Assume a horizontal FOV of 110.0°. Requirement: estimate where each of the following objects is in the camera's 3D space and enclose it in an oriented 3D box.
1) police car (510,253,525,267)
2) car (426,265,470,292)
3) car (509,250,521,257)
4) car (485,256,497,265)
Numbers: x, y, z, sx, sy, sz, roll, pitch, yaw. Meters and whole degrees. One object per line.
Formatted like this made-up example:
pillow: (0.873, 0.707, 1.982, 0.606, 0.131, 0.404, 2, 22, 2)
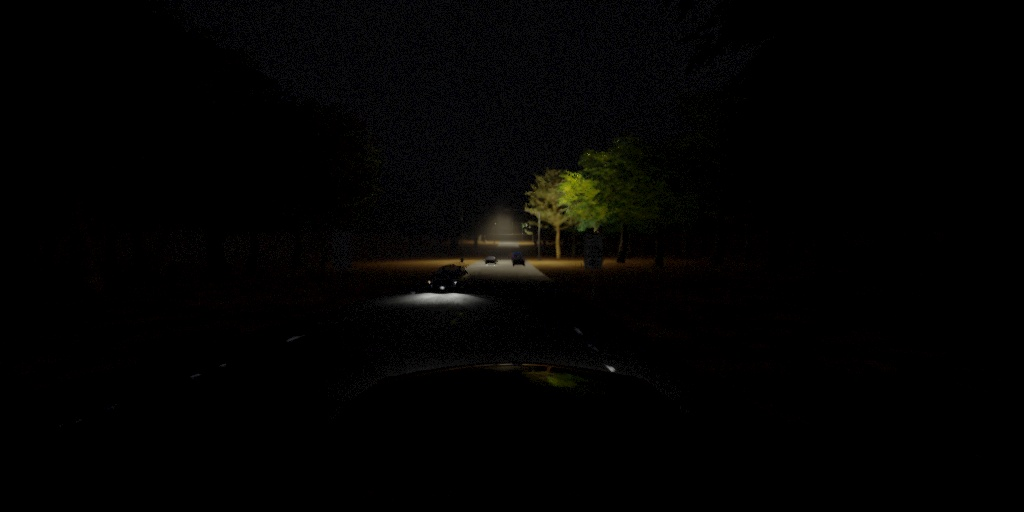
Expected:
police car: (1.045, 0.751, 54.836, 1.930, 1.638, 5.238, 0, 1, 0)
car: (-3.586, 1.251, 21.121, 2.033, 1.411, 5.357, 0, 0, 0)
car: (1.045, 0.323, 64.746, 2.150, 2.045, 5.566, 0, 1, 0)
car: (-3.520, 0.733, 61.138, 2.033, 1.411, 5.357, 0, 1, 0)
